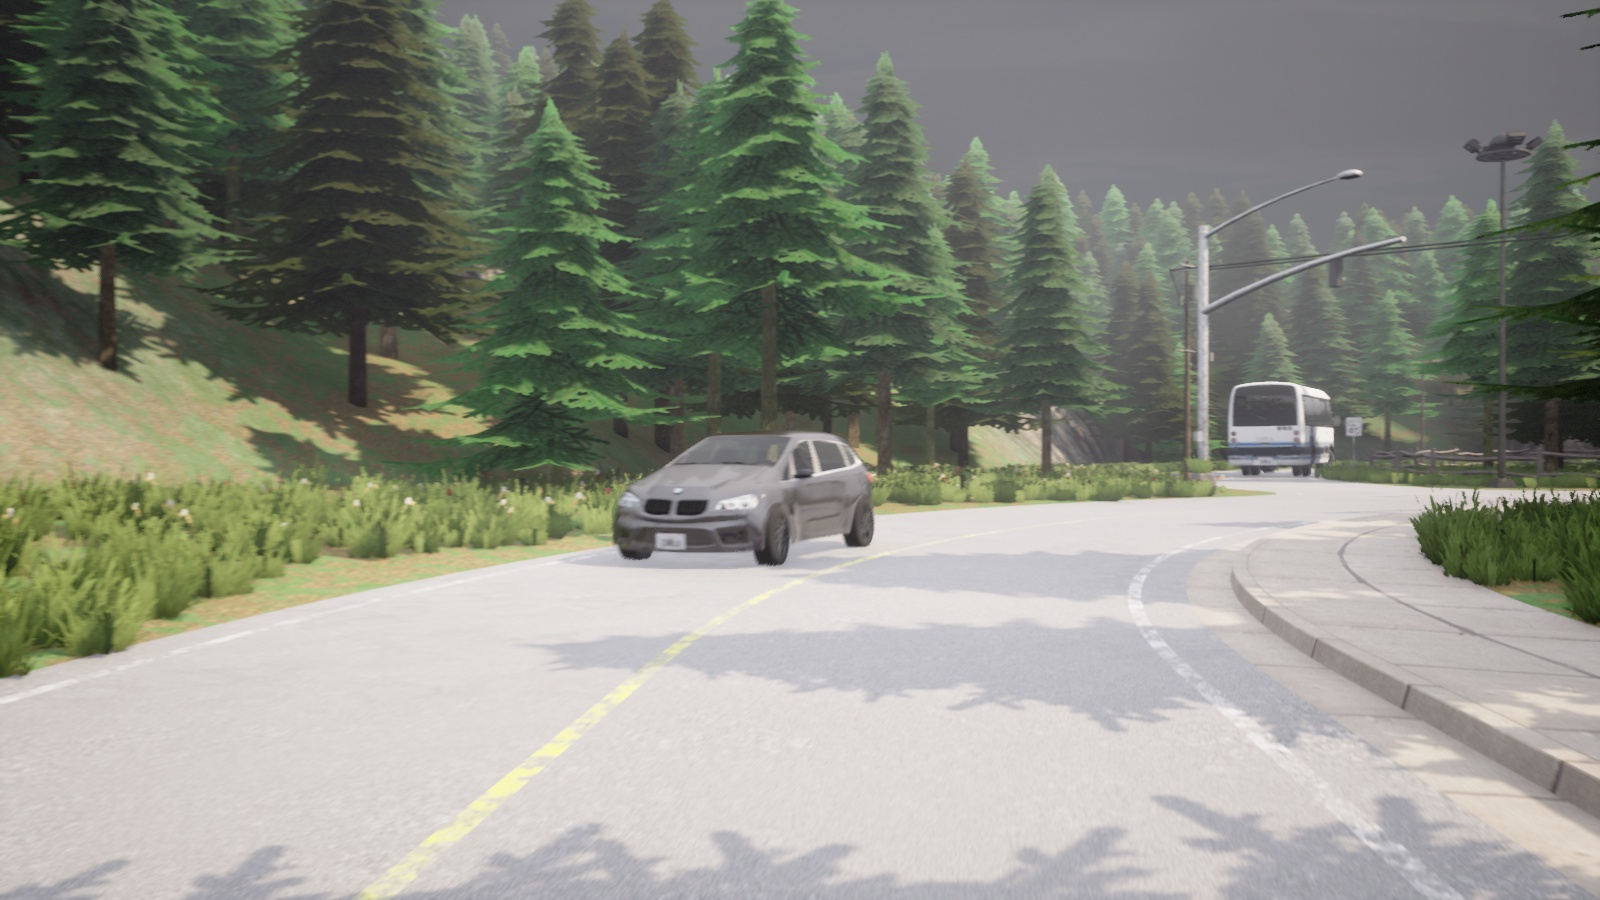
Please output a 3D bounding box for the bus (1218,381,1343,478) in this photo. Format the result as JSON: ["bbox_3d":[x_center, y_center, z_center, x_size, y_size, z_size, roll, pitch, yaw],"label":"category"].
[{"bbox_3d":[23.393,-0.902,60.674,3.944,4.253,10.273,-1,0,31],"label":"bus"}]

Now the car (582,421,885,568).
[{"bbox_3d":[-0.693,0.494,16.843,2.242,1.667,4.611,0,0,23],"label":"car"}]
